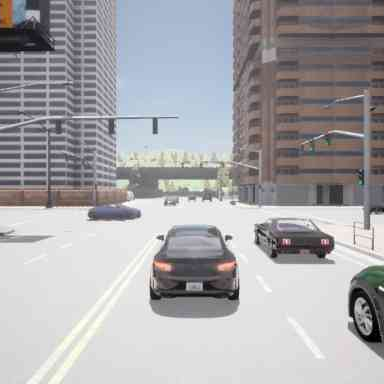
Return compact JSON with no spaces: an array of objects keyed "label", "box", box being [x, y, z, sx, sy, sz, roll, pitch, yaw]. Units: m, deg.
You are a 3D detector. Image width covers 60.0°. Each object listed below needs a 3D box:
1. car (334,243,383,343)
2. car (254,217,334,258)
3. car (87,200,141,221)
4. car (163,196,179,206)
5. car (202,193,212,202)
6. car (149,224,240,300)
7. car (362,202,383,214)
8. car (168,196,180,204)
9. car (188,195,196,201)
[{"label":"car","box":[3.601,1.352,3.617,2.097,1.767,4.553,0,0,0]},{"label":"car","box":[3.605,1.601,12.702,1.895,1.301,4.718,0,0,1]},{"label":"car","box":[-6.191,1.564,26.687,4.181,1.385,1.994,0,0,0]},{"label":"car","box":[-3.590,1.492,54.818,2.128,1.511,4.902,0,0,-1]},{"label":"car","box":[3.514,1.225,78.002,2.150,2.045,5.566,0,0,0]},{"label":"car","box":[0.062,1.526,8.249,1.812,1.442,4.674,0,0,0]},{"label":"car","box":[19.963,1.601,33.724,4.718,1.301,1.895,0,0,1]},{"label":"car","box":[-3.530,1.492,65.222,2.128,1.511,4.902,0,0,1]},{"label":"car","box":[0.014,1.425,77.292,1.837,1.490,4.892,0,0,0]}]
